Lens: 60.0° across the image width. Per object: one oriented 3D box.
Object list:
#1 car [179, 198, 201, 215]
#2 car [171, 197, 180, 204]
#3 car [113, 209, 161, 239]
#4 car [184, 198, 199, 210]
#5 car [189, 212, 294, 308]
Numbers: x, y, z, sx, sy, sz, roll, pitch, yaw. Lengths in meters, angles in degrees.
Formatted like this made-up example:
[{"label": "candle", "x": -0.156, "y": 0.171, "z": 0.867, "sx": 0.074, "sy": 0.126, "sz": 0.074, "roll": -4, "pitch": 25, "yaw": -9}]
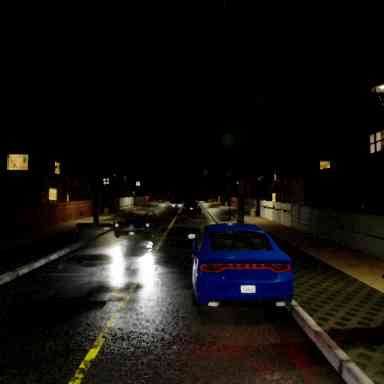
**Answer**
[{"label": "car", "x": -0.035, "y": 1.609, "z": 34.775, "sx": 1.994, "sy": 1.385, "sz": 4.181, "roll": 0, "pitch": 0, "yaw": 1}, {"label": "car", "x": -2.938, "y": 1.660, "z": 63.447, "sx": 1.994, "sy": 1.385, "sz": 4.181, "roll": 0, "pitch": 0, "yaw": 0}, {"label": "car", "x": -2.801, "y": 1.621, "z": 17.672, "sx": 1.895, "sy": 1.301, "sz": 4.718, "roll": 0, "pitch": 0, "yaw": 0}, {"label": "car", "x": -0.075, "y": 1.565, "z": 44.656, "sx": 1.837, "sy": 1.490, "sz": 4.892, "roll": 0, "pitch": 0, "yaw": 0}, {"label": "car", "x": 0.940, "y": 1.487, "z": 8.081, "sx": 1.882, "sy": 1.535, "sz": 5.008, "roll": 0, "pitch": 0, "yaw": 0}]
